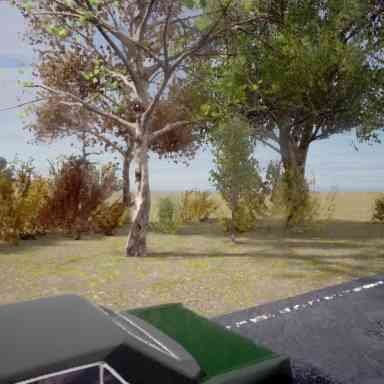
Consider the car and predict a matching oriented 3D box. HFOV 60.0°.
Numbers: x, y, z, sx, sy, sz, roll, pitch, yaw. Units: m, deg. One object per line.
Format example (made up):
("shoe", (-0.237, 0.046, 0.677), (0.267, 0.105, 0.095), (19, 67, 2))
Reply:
("car", (-1.541, 1.601, 2.233), (4.718, 1.301, 1.895), (0, 0, -35))
